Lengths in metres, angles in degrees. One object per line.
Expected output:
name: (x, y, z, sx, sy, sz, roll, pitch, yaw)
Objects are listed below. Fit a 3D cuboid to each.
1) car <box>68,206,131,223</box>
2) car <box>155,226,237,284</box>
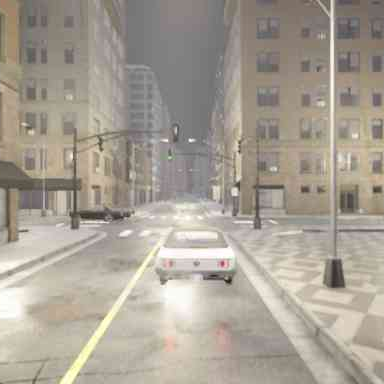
car: (-7.386, 1.737, 26.536, 4.718, 1.301, 1.895, 0, 0, 17)
car: (0.100, 1.652, 9.736, 1.895, 1.301, 4.718, 0, 0, 0)
